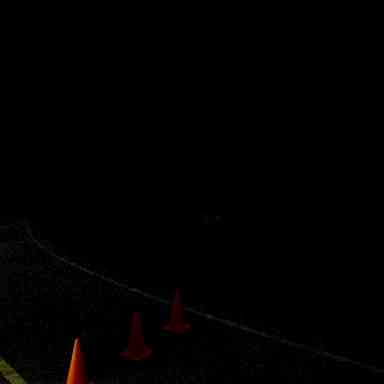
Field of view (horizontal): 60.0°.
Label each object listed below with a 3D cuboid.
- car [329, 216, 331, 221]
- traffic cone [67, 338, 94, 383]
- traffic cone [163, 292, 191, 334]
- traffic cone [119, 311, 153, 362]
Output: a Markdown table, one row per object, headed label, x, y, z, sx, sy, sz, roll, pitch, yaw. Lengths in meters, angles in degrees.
| label | x | y | z | sx | sy | sz | roll | pitch | yaw |
| --- | --- | --- | --- | --- | --- | --- | --- | --- | --- |
| car | 35.606 | 6.632 | 82.739 | 1.851 | 1.617 | 3.988 | -4 | -3 | 4 |
| traffic cone | -1.284 | 1.945 | 3.740 | 0.340 | 0.580 | 0.340 | 1 | 1 | 31 |
| traffic cone | -0.245 | 1.931 | 5.441 | 0.340 | 0.580 | 0.340 | 1 | 1 | 31 |
| traffic cone | -0.765 | 1.938 | 4.590 | 0.340 | 0.580 | 0.340 | 1 | 1 | 31 |
